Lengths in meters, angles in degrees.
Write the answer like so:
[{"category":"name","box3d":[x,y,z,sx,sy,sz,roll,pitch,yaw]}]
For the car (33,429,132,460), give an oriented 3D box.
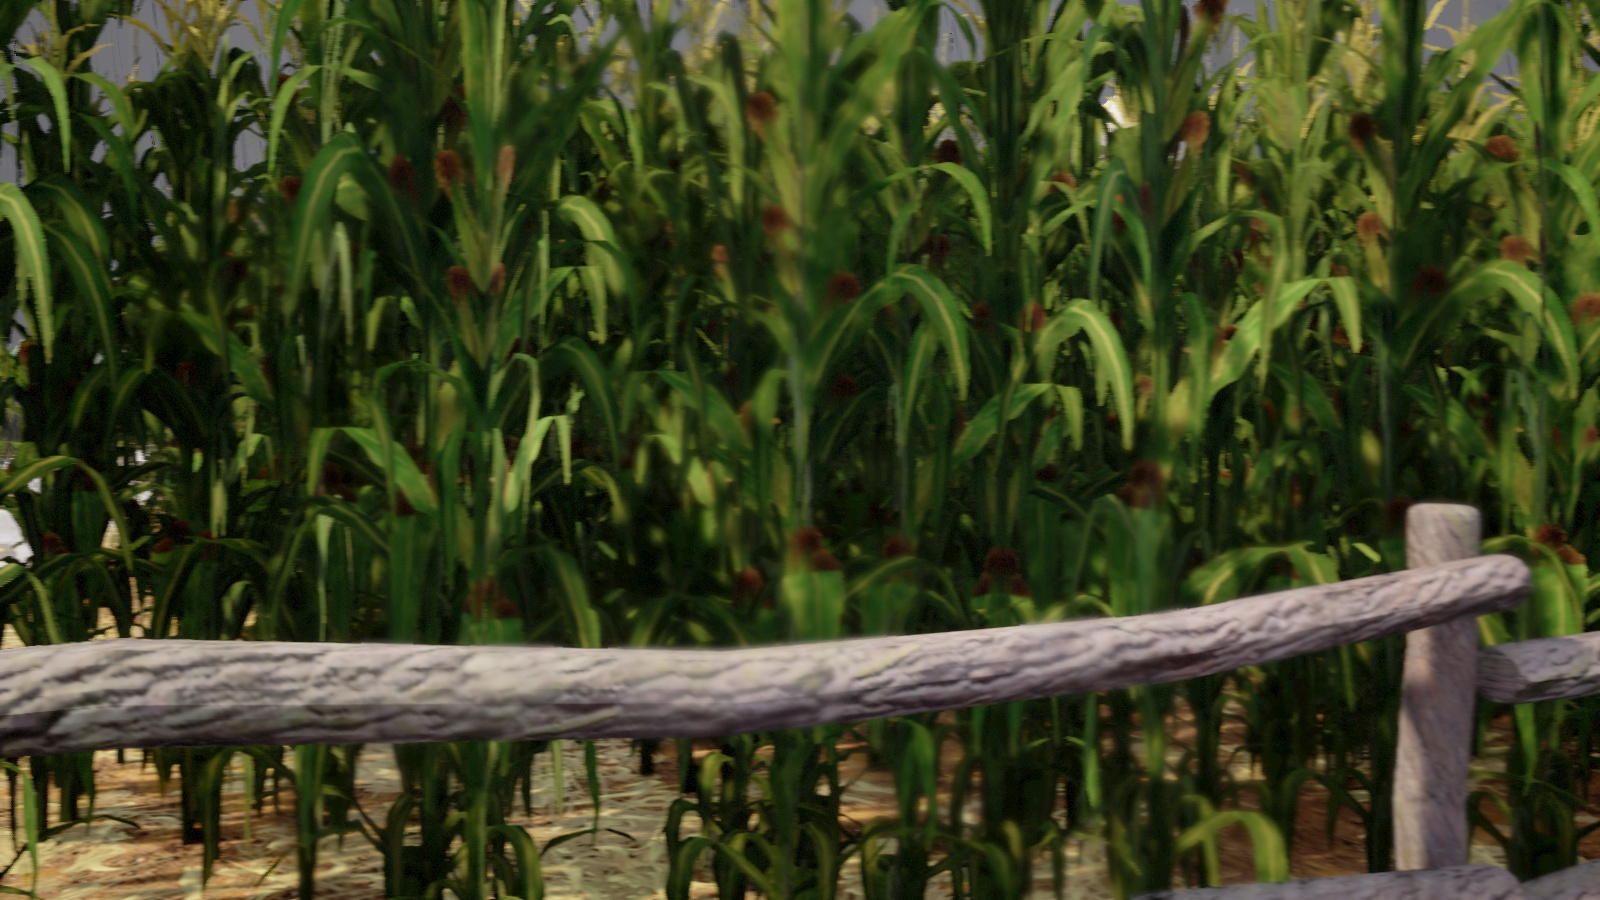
[{"category":"car","box3d":[-41.000,-0.312,71.922,4.611,1.667,2.242,-1,1,-21]}]
